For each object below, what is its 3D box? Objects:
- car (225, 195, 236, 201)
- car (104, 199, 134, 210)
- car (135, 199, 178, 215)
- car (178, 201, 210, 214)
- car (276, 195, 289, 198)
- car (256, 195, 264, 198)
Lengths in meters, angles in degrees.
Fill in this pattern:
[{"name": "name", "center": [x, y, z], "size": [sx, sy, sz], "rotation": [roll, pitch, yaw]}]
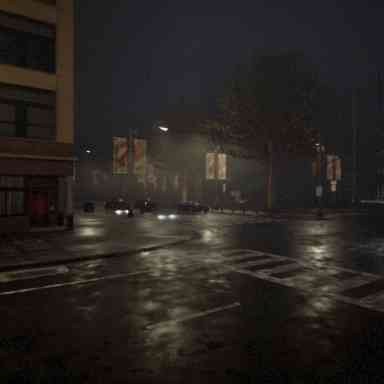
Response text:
[{"name": "car", "center": [7.962, 1.413, 76.676], "size": [2.161, 1.482, 4.786], "rotation": [0, 0, -36]}, {"name": "car", "center": [-9.500, 1.564, 42.028], "size": [1.994, 1.385, 4.181], "rotation": [0, 0, -35]}, {"name": "car", "center": [-3.676, 1.564, 33.872], "size": [1.994, 1.385, 4.181], "rotation": [0, 0, -36]}, {"name": "car", "center": [-0.182, 1.601, 35.001], "size": [1.895, 1.301, 4.718], "rotation": [0, 0, -36]}, {"name": "car", "center": [18.430, 1.319, 69.180], "size": [2.002, 1.452, 4.674], "rotation": [0, 0, -36]}, {"name": "car", "center": [17.621, 1.462, 83.113], "size": [1.895, 1.301, 4.718], "rotation": [0, 0, -36]}]
